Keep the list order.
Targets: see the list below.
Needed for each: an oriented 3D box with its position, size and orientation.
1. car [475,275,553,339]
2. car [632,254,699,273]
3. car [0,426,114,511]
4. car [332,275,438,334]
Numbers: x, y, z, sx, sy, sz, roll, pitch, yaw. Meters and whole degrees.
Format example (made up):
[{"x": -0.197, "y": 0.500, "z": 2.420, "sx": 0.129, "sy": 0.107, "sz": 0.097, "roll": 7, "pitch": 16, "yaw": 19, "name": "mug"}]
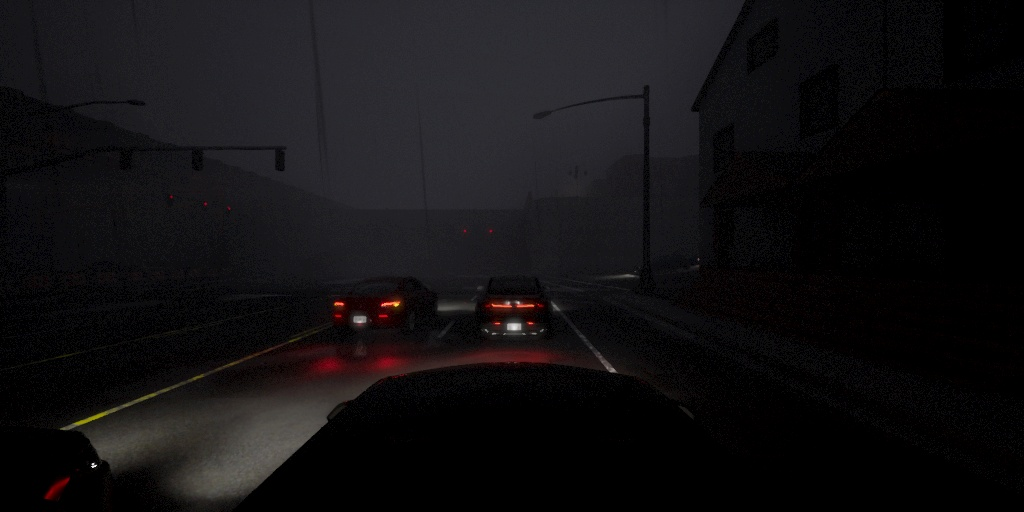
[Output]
[{"x": 0.044, "y": 1.255, "z": 10.034, "sx": 1.837, "sy": 1.490, "sz": 4.892, "roll": 0, "pitch": 0, "yaw": 0, "name": "car"}, {"x": 13.035, "y": 0.603, "z": 30.422, "sx": 5.357, "sy": 1.411, "sz": 2.033, "roll": -7, "pitch": 0, "yaw": -1, "name": "car"}, {"x": -3.401, "y": 1.255, "z": 0.168, "sx": 1.837, "sy": 1.490, "sz": 4.892, "roll": 0, "pitch": 0, "yaw": 0, "name": "car"}, {"x": -3.451, "y": 1.276, "z": 10.451, "sx": 1.812, "sy": 1.442, "sz": 4.674, "roll": 0, "pitch": 0, "yaw": 0, "name": "car"}]
